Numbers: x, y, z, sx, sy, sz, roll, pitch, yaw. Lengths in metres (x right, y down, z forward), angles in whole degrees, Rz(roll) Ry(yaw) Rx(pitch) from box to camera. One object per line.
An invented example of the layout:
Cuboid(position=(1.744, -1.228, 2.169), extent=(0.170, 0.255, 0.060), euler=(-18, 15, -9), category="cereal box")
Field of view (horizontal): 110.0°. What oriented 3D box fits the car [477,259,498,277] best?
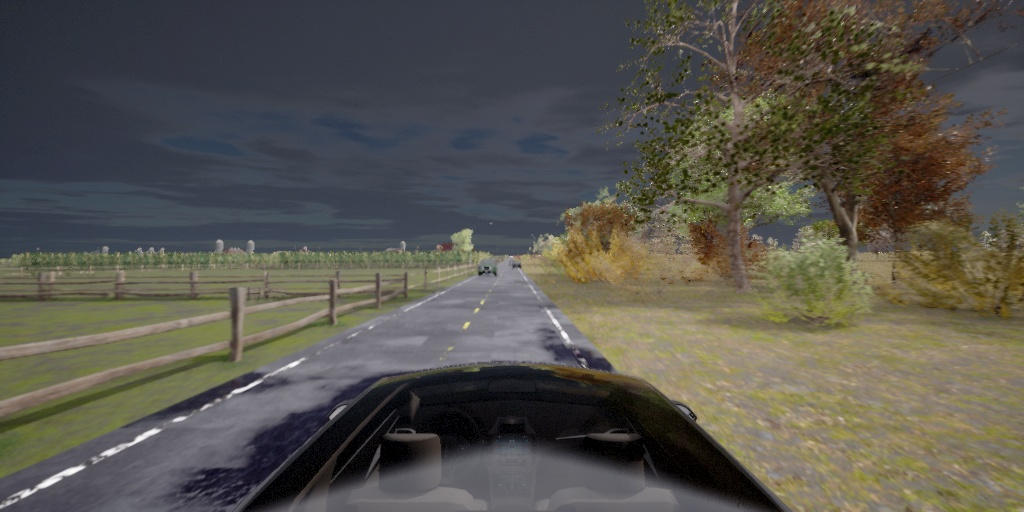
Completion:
Cuboid(position=(-2.825, 1.344, 42.580), extent=(2.150, 2.045, 5.566), euler=(0, -1, 0), category="car")
